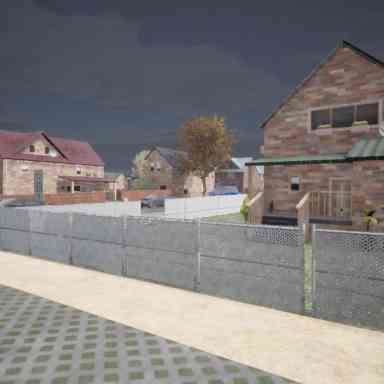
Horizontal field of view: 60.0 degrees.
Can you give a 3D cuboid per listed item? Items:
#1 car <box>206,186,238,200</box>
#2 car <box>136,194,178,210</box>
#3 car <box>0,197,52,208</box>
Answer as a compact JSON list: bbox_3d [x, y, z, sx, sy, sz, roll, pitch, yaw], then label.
[{"bbox_3d":[4.079,0.260,43.464,2.150,2.045,5.566,1,2,36],"label":"car"},{"bbox_3d":[-3.479,0.888,32.909,2.033,1.411,5.357,1,2,35],"label":"car"},{"bbox_3d":[-11.568,1.146,21.537,1.882,1.535,5.008,1,2,35],"label":"car"}]
